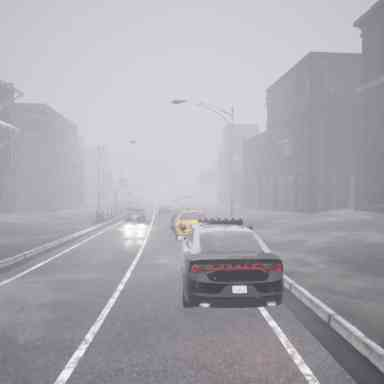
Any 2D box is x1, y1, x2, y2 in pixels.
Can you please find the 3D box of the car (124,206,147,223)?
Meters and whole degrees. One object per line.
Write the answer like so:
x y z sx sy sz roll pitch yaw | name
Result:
-5.321 2.137 31.781 2.128 1.511 4.902 0 -2 -6 | car

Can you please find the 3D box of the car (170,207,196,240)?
-0.073 1.671 18.365 1.801 1.575 5.366 0 -1 -5 | car

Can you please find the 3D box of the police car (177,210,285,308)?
0.676 1.465 8.189 1.930 1.638 5.238 0 -1 -3 | police car

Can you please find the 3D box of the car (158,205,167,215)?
-3.801 2.454 47.023 1.895 1.301 4.718 0 0 -5 | car

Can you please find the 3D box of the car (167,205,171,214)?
-0.641 1.858 24.182 1.882 1.535 5.008 0 -2 -6 | car
